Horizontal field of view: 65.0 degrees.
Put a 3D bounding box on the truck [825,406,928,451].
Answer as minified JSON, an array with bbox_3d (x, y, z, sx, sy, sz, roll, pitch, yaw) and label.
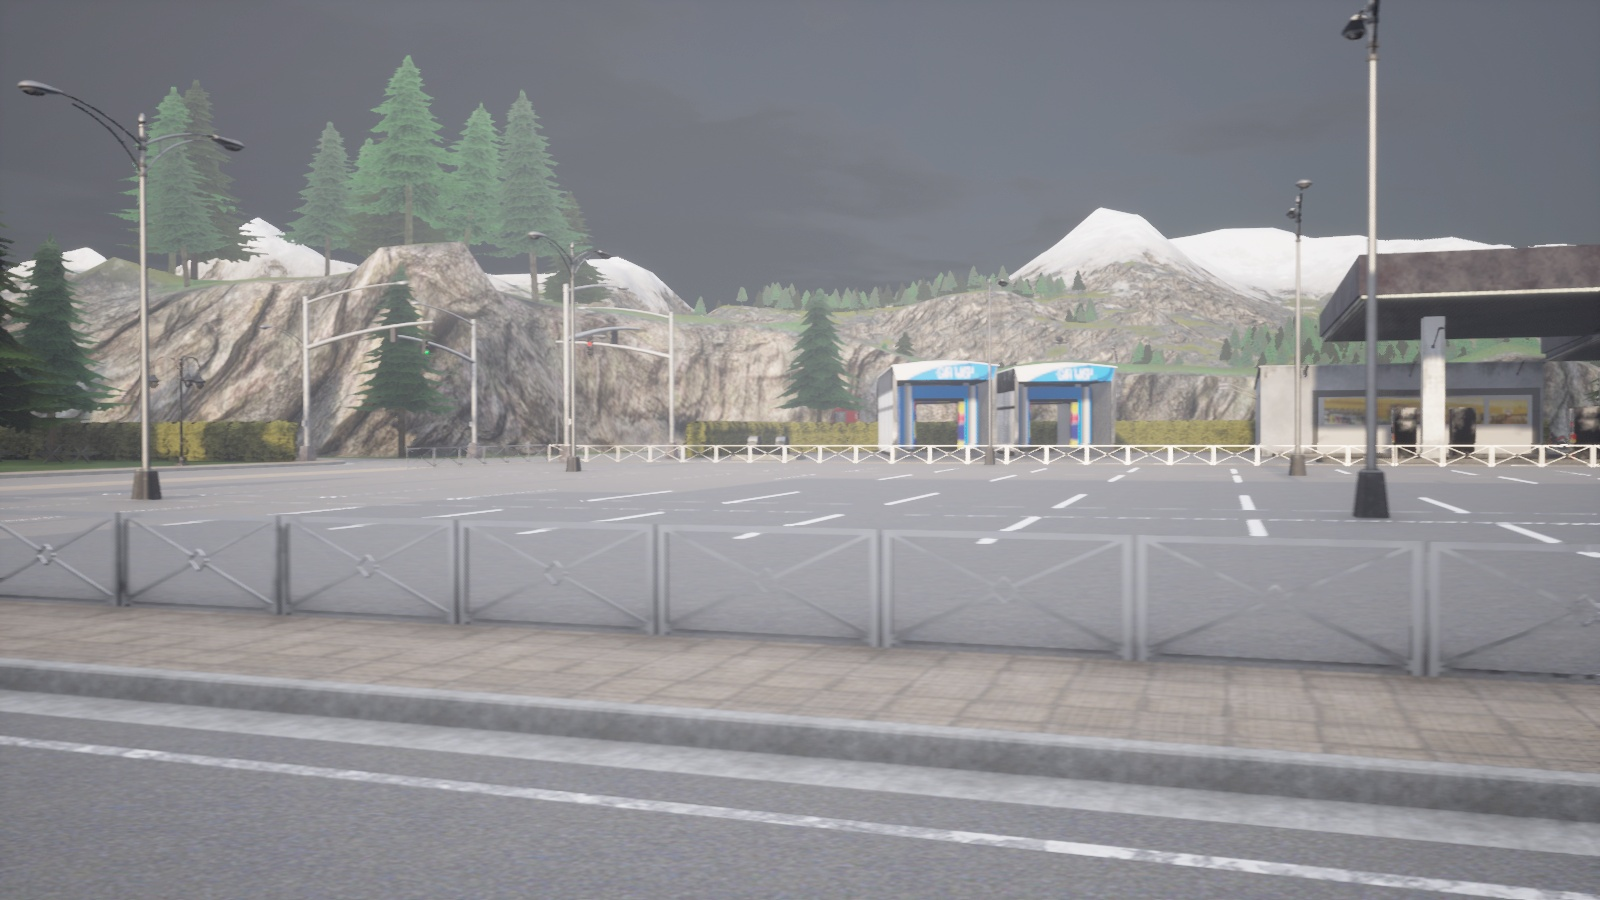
[{"bbox_3d":[6.070,-1.705,99.163,7.936,3.462,2.891,0,1,9],"label":"truck"}]
